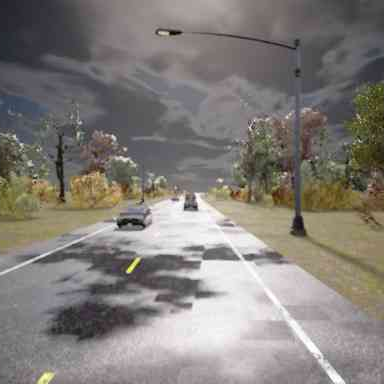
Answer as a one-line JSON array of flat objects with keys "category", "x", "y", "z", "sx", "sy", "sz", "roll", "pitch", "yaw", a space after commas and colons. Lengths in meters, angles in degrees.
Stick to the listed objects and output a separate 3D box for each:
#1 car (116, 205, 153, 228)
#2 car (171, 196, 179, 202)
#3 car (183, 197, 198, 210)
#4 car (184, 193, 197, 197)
[{"category": "car", "x": -3.728, "y": 1.571, "z": 22.510, "sx": 2.033, "sy": 1.411, "sz": 5.357, "roll": 0, "pitch": 0, "yaw": 0}, {"category": "car", "x": -3.869, "y": 1.577, "z": 76.577, "sx": 2.033, "sy": 1.411, "sz": 5.357, "roll": 0, "pitch": 0, "yaw": 0}, {"category": "car", "x": -0.159, "y": 1.622, "z": 43.156, "sx": 1.895, "sy": 1.301, "sz": 4.718, "roll": 0, "pitch": 0, "yaw": 0}, {"category": "car", "x": -0.262, "y": 1.245, "z": 63.271, "sx": 2.150, "sy": 2.045, "sz": 5.566, "roll": 0, "pitch": 0, "yaw": 0}]
